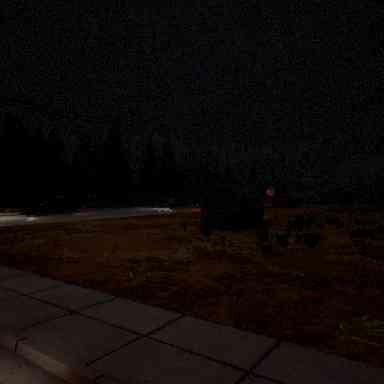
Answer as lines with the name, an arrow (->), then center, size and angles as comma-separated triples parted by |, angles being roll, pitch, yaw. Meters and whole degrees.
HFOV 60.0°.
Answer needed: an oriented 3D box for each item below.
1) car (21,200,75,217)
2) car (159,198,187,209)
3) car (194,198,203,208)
car -> -13.718, 1.504, 31.934 | 1.882, 1.535, 5.008 | 0, 0, 36
car -> -2.585, 1.552, 46.958 | 1.812, 1.442, 4.674 | 0, 0, 37
car -> 2.195, 1.532, 47.239 | 1.837, 1.490, 4.892 | 0, 0, 36
